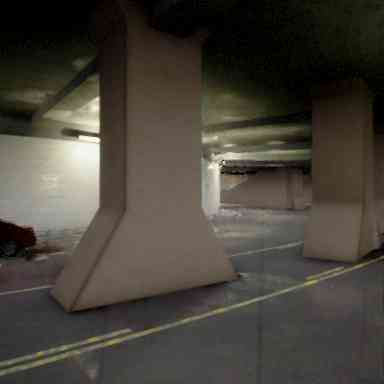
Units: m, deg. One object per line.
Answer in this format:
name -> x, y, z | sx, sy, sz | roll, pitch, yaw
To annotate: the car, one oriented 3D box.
car -> -7.868, 1.581, 11.401 | 4.674, 1.442, 1.812 | 0, 0, -36
